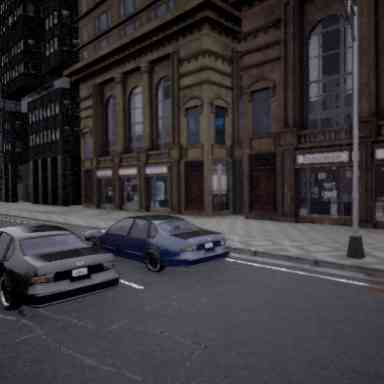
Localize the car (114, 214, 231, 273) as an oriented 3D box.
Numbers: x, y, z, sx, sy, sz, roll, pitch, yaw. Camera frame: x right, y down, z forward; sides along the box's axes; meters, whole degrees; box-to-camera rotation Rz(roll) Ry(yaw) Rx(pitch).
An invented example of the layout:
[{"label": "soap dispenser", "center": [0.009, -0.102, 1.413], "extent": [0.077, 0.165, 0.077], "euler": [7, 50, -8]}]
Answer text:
[{"label": "car", "center": [-1.367, 1.407, 10.265], "extent": [5.357, 1.411, 2.033], "euler": [0, 1, 44]}]

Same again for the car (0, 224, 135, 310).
[{"label": "car", "center": [-3.816, 1.489, 7.766], "extent": [5.357, 1.411, 2.033], "euler": [0, 1, 44]}]
